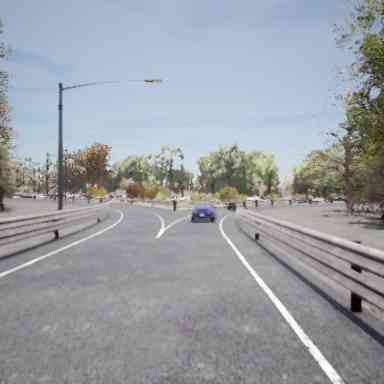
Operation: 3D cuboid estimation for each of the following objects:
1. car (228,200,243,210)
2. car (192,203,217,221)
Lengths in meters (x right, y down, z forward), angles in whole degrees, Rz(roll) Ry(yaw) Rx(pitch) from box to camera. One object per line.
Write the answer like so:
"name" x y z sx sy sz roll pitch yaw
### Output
"car" 6.786 1.907 50.009 1.837 1.490 4.892 -2 -1 24
"car" 1.123 1.651 28.429 1.812 1.442 4.674 2 0 8
